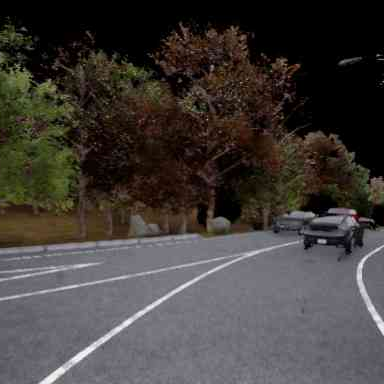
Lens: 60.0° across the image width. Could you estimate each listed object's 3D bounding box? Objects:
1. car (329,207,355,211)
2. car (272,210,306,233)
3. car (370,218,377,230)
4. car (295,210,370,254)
[{"bbox_3d":[13.440,2.405,30.155,2.150,2.045,5.566,1,-4,38],"label":"car"},{"bbox_3d":[6.913,1.974,21.793,1.837,1.490,4.892,1,-3,39],"label":"car"},{"bbox_3d":[20.244,3.720,38.842,2.033,1.411,5.357,1,-5,38],"label":"car"},{"bbox_3d":[6.410,1.747,14.802,1.837,1.490,4.892,0,-2,35],"label":"car"}]
